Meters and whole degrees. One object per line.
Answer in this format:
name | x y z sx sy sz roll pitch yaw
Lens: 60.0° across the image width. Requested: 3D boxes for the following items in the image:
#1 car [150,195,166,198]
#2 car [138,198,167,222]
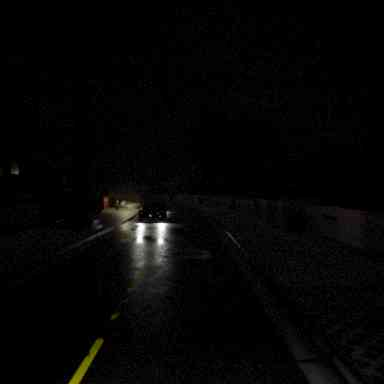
car | -4.320 1.057 42.159 1.882 1.535 5.008 0 0 -7
car | -3.010 1.434 25.865 1.837 1.490 4.892 0 -1 -2
